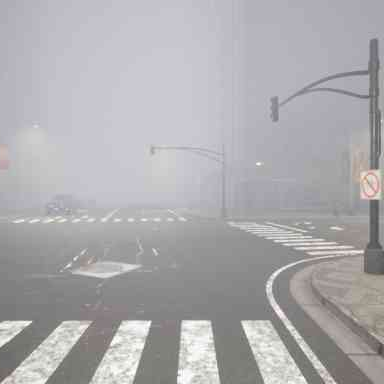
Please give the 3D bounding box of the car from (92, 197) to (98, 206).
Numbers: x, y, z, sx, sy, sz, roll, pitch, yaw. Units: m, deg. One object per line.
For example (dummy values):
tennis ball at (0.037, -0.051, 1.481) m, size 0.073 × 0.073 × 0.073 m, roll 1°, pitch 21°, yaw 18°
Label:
car at (-16.518, 1.516, 54.104) m, size 1.882 × 1.535 × 5.008 m, roll 0°, pitch 0°, yaw -9°

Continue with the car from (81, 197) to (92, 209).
car at (-14.914, 1.591, 44.072) m, size 1.994 × 1.385 × 4.181 m, roll 0°, pitch 0°, yaw -10°

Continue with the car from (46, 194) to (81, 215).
car at (-13.306, 1.239, 34.212) m, size 2.150 × 2.045 × 5.566 m, roll 0°, pitch 0°, yaw -9°
